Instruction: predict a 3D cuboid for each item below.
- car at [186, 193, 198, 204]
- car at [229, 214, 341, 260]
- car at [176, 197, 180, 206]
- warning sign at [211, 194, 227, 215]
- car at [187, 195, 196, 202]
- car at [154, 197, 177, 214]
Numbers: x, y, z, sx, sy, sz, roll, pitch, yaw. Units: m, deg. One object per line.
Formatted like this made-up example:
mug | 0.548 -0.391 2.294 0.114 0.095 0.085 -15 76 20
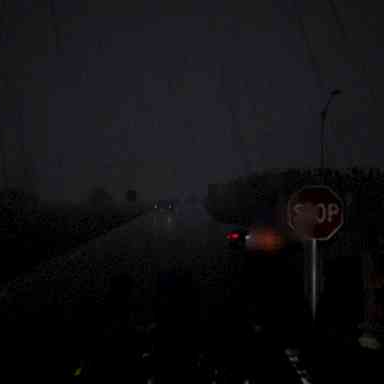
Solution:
car | -0.123 1.235 62.005 2.097 1.767 4.553 0 0 0
car | 3.662 1.535 12.499 5.357 1.411 2.033 0 0 -44
car | -2.933 1.478 51.431 1.994 1.385 4.181 0 0 0
warning sign | 2.389 1.076 29.603 1.300 1.860 1.060 0 0 0
car | -0.143 1.413 72.080 1.895 1.301 4.718 0 0 0
car | -2.918 1.552 35.276 1.895 1.301 4.718 0 0 0
